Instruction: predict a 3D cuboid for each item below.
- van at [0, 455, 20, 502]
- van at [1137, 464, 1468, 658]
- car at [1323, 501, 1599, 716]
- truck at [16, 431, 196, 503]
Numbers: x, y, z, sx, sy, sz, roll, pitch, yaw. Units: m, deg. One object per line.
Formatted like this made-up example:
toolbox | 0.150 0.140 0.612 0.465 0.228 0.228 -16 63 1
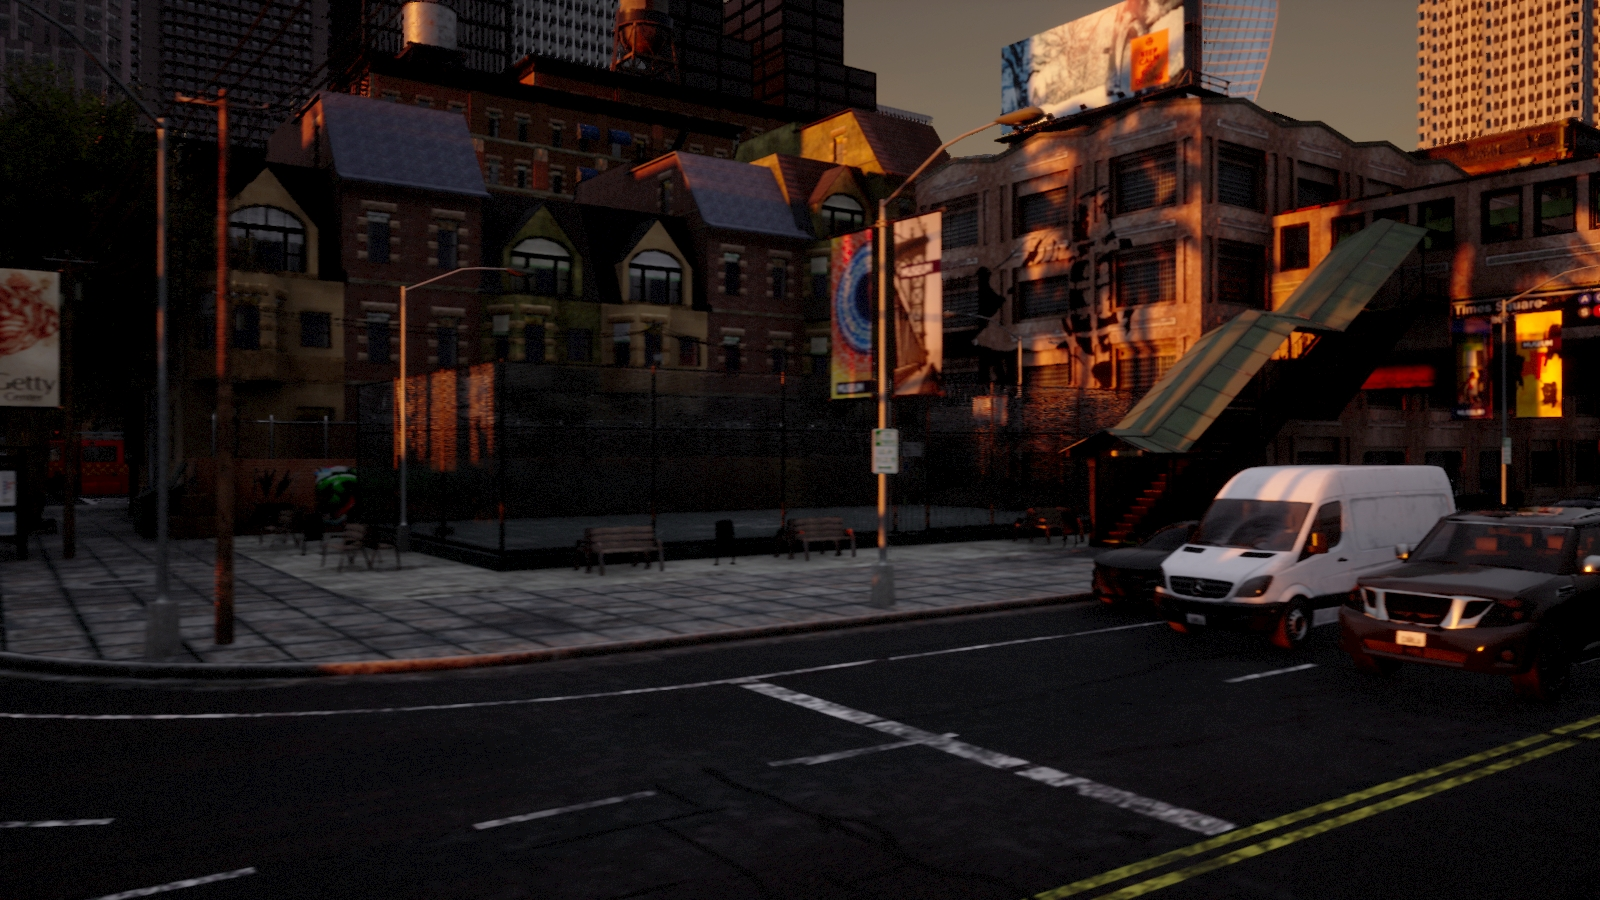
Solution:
van | -46.307 1.535 62.493 5.915 2.561 1.988 0 0 -2
van | 8.030 1.535 17.962 5.915 2.561 1.988 0 0 -35
car | 9.218 1.780 14.520 5.566 2.045 2.150 0 0 -35
truck | -38.570 0.891 63.870 8.468 3.827 2.891 0 0 -29
